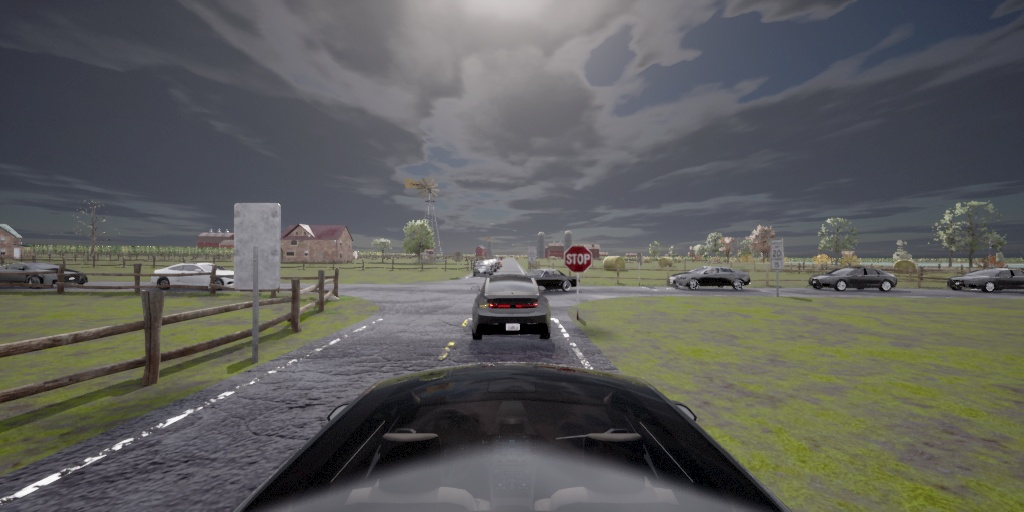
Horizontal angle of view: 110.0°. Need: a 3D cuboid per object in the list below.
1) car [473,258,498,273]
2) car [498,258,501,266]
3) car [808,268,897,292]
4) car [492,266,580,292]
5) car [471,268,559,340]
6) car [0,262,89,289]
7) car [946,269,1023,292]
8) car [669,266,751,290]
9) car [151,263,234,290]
[{"bbox_3d":[-2.882,1.243,36.691,2.128,1.511,4.902,0,0,0],"label":"car"},{"bbox_3d":[-2.880,1.241,46.136,2.128,1.511,4.902,0,0,0],"label":"car"},{"bbox_3d":[22.186,1.499,23.466,4.892,1.490,1.837,1,-1,-1],"label":"car"},{"bbox_3d":[1.488,1.369,20.053,4.718,1.301,1.895,1,0,-35],"label":"car"},{"bbox_3d":[-0.079,1.256,10.006,1.837,1.490,4.892,0,0,-2],"label":"car"},{"bbox_3d":[-26.375,1.048,19.823,4.181,1.385,1.994,1,-1,-1],"label":"car"},{"bbox_3d":[31.689,1.587,23.593,4.892,1.490,1.837,1,-1,-1],"label":"car"},{"bbox_3d":[12.785,1.396,23.289,4.902,1.511,2.128,1,-1,-2],"label":"car"},{"bbox_3d":[-17.255,1.104,19.951,4.674,1.442,1.812,1,-1,-1],"label":"car"}]
